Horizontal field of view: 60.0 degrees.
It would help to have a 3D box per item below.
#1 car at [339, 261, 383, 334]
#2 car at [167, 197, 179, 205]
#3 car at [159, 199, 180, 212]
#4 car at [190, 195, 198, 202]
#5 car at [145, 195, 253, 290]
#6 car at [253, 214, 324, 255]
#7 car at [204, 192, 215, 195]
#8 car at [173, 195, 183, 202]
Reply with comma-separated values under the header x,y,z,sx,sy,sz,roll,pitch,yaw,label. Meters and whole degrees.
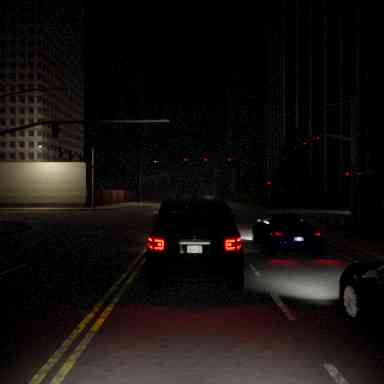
x,y,z,sx,sy,sz,roll,pitch,yaw,label
3.619,1.504,4.223,1.837,1.490,4.892,0,0,0,car
-3.251,1.600,57.909,1.895,1.301,4.718,0,0,1,car
-2.778,1.535,40.317,2.033,1.411,5.357,0,0,-10,car
0.419,1.358,73.879,1.837,1.490,4.892,0,0,0,car
0.094,1.221,9.226,2.150,2.045,5.566,0,0,1,car
3.644,1.564,13.267,1.994,1.385,4.181,0,0,1,car
3.919,1.083,73.889,2.150,2.045,5.566,0,0,0,car
-3.085,1.383,73.045,1.837,1.490,4.892,0,0,0,car
